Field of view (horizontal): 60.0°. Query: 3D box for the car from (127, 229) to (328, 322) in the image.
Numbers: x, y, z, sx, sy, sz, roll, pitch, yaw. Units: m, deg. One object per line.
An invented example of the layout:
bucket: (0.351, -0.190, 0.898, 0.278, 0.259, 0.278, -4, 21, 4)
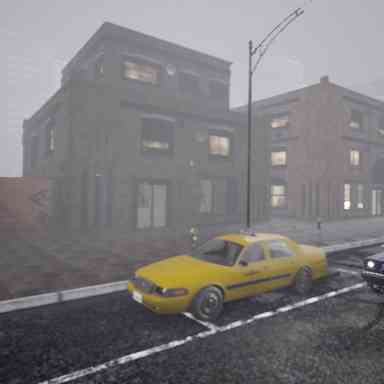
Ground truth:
car: (1.013, 1.519, 7.229, 4.829, 1.417, 1.752, 0, 1, -36)

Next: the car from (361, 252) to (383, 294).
car: (5.875, 1.588, 7.576, 4.718, 1.301, 1.895, 0, 0, -36)
